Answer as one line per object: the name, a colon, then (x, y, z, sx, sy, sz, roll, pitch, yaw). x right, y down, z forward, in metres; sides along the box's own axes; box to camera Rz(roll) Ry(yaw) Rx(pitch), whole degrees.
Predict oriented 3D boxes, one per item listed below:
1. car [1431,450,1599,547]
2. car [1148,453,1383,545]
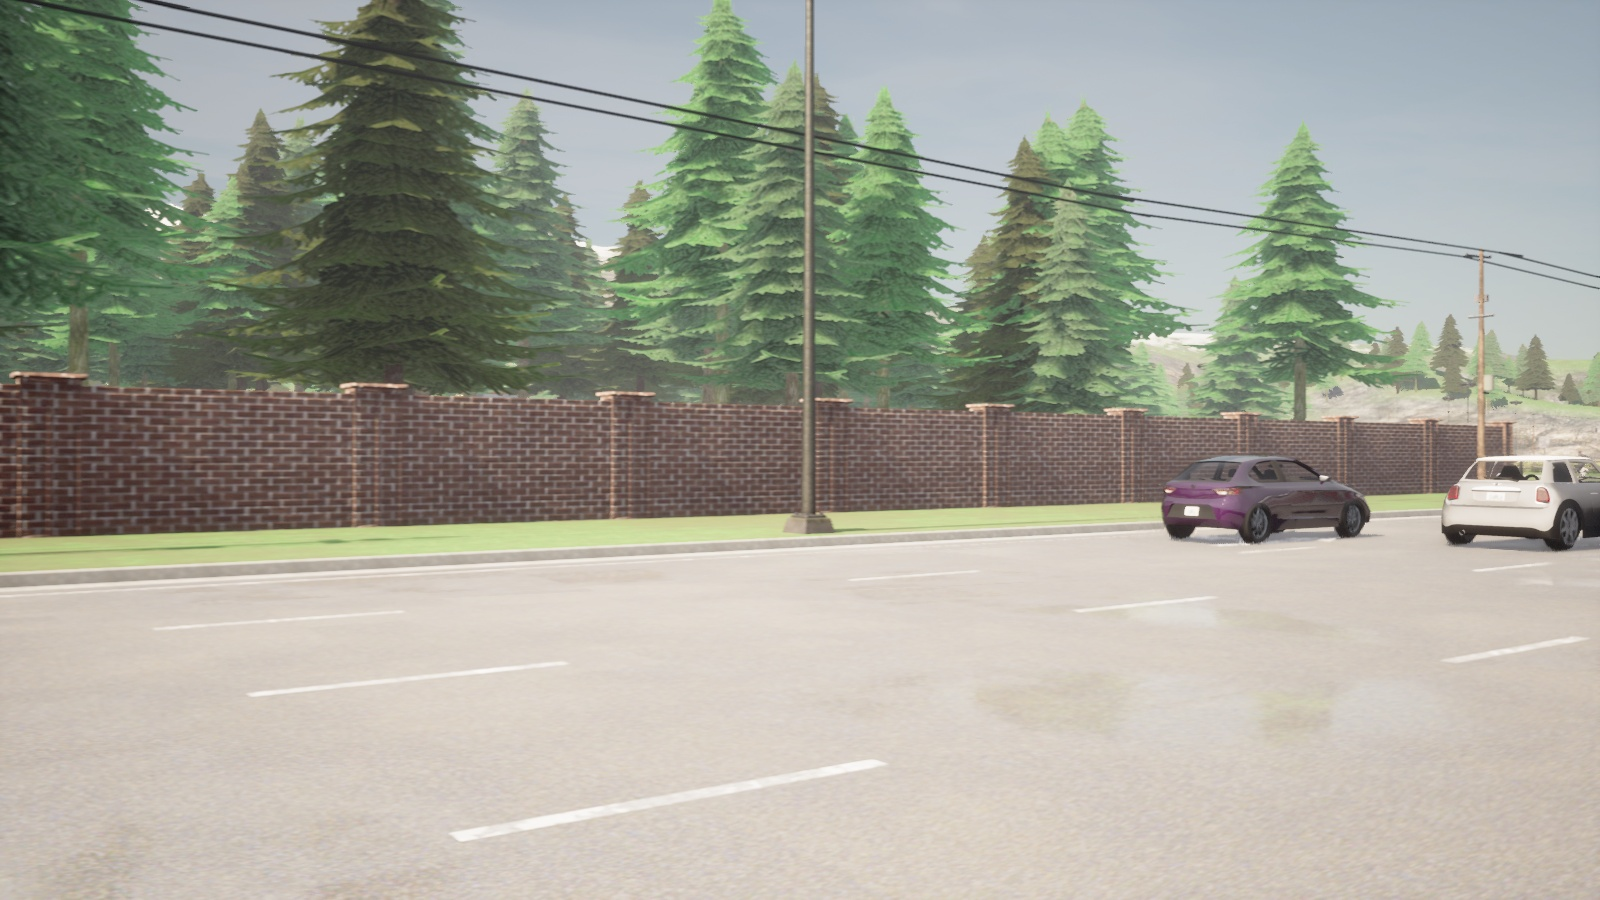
car: (12.465, 0.735, 20.863, 3.806, 1.475, 1.970, 0, 0, -35)
car: (8.275, 0.796, 22.211, 4.193, 1.474, 1.816, 0, 0, -35)
